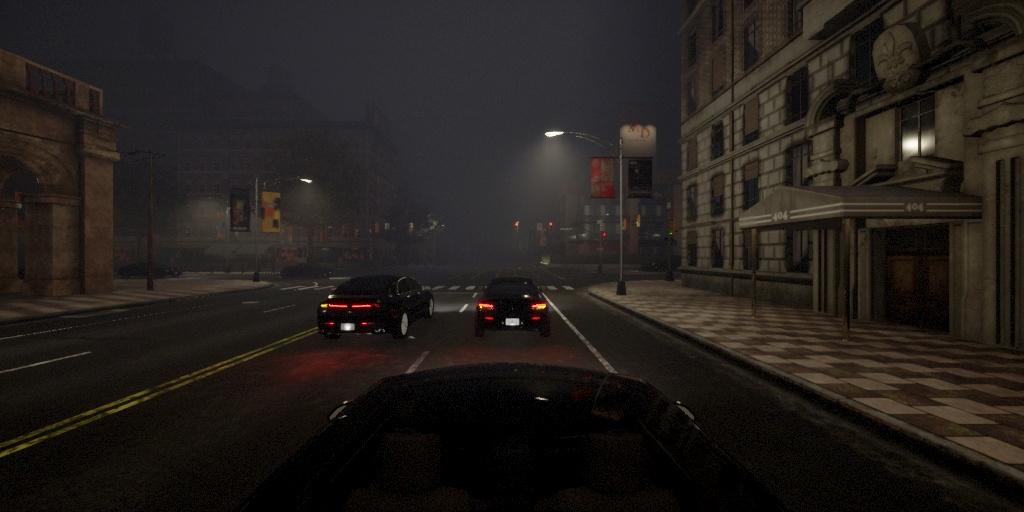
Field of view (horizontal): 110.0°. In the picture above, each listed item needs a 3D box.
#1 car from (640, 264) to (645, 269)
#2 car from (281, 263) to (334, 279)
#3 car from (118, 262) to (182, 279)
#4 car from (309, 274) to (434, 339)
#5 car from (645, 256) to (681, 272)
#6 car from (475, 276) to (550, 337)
[{"bbox_3d":[19.999,1.297,47.848,5.357,1.411,2.033,0,0,0],"label":"car"},{"bbox_3d":[-18.496,1.314,32.504,4.181,1.385,1.994,0,0,0],"label":"car"},{"bbox_3d":[-32.747,1.276,32.450,4.674,1.442,1.812,0,0,0],"label":"car"},{"bbox_3d":[-3.494,1.255,10.036,1.837,1.490,4.892,0,0,0],"label":"car"},{"bbox_3d":[19.991,0.971,44.331,5.566,2.045,2.150,0,0,1],"label":"car"},{"bbox_3d":[0.007,1.276,10.156,1.812,1.442,4.674,0,0,0],"label":"car"}]
